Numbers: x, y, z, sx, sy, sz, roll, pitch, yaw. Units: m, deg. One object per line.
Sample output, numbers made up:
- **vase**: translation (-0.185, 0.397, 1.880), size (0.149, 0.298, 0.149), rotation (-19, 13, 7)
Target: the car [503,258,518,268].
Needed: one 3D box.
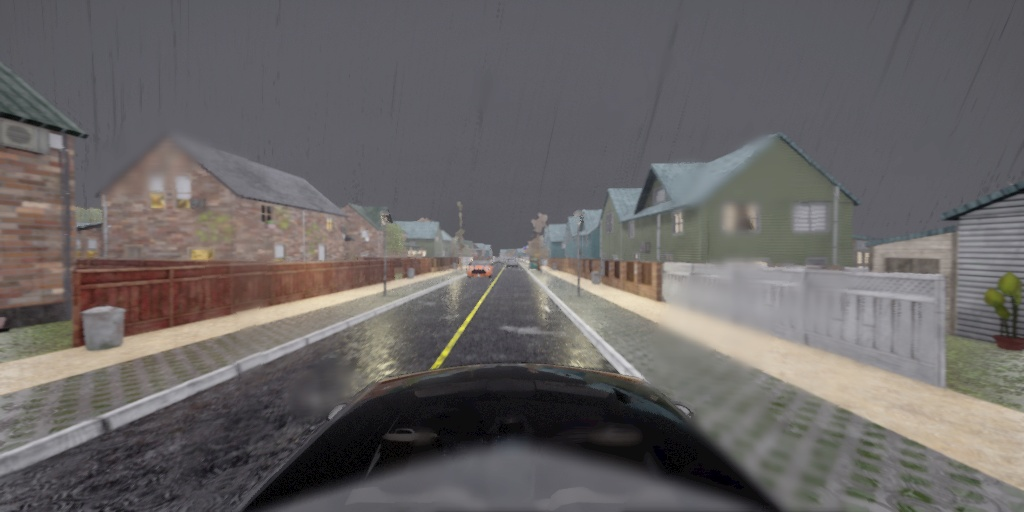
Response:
- **car**: translation (0.030, 1.279, 59.784), size (1.994, 1.385, 4.181), rotation (0, 0, 0)

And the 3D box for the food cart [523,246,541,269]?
- **food cart**: translation (3.035, 0.185, 51.273), size (2.280, 3.560, 4.660), rotation (0, 0, 0)

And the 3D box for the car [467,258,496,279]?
- **car**: translation (-2.826, 1.085, 32.651), size (2.097, 1.767, 4.553), rotation (0, 0, 0)
